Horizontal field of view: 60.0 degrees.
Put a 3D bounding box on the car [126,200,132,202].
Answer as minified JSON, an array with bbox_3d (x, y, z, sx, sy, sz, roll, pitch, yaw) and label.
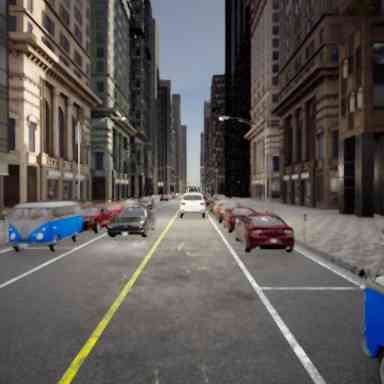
[{"bbox_3d":[-5.761,1.475,24.667,1.887,1.381,4.507,0,0,0],"label":"car"}]

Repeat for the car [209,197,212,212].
[{"bbox_3d":[2.766,1.439,30.446,1.752,1.417,4.829,0,0,0],"label":"car"}]

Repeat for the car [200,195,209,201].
[{"bbox_3d":[2.774,1.344,75.090,2.008,1.369,4.403,0,0,0],"label":"car"}]

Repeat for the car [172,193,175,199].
[{"bbox_3d":[-5.751,1.330,80.689,2.008,1.369,4.403,0,0,0],"label":"car"}]

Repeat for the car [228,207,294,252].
[{"bbox_3d":[2.763,1.506,13.470,1.887,1.381,4.507,0,0,0],"label":"car"}]

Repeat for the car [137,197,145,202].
[{"bbox_3d":[-5.760,1.441,30.100,1.752,1.417,4.829,0,0,0],"label":"car"}]

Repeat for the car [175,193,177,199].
[{"bbox_3d":[-5.750,1.065,91.893,2.192,1.841,5.009,0,0,0],"label":"car"}]

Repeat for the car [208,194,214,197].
[{"bbox_3d":[2.769,1.413,47.081,1.887,1.381,4.507,0,0,0],"label":"car"}]

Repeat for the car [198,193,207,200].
[{"bbox_3d":[2.775,1.079,86.293,2.192,1.841,5.009,0,0,0],"label":"car"}]

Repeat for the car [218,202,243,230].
[{"bbox_3d":[2.764,1.491,19.073,1.887,1.381,4.507,0,0,0],"label":"car"}]

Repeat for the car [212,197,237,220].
[{"bbox_3d":[2.764,1.370,24.674,1.967,1.590,4.097,0,0,0],"label":"car"}]

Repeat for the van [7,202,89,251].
[{"bbox_3d":[-5.763,1.303,13.463,1.690,1.788,3.998,0,0,0],"label":"van"}]

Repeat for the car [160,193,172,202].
[{"bbox_3d":[-5.753,1.353,69.484,1.887,1.381,4.507,0,0,0],"label":"car"}]

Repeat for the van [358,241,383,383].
[{"bbox_3d":[2.760,1.334,2.266,1.690,1.788,3.998,0,0,0],"label":"van"}]

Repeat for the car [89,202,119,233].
[{"bbox_3d":[-5.762,1.491,19.065,1.887,1.381,4.507,0,0,0],"label":"car"}]

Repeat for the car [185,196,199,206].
[{"bbox_3d":[0.013,1.354,53.473,2.163,1.488,4.792,0,0,0],"label":"car"}]

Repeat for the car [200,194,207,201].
[{"bbox_3d":[2.775,1.303,80.861,1.752,1.417,4.829,0,0,0],"label":"car"}]

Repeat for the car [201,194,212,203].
[{"bbox_3d":[2.771,1.263,63.886,1.967,1.590,4.097,0,0,0],"label":"car"}]

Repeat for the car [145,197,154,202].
[{"bbox_3d":[-5.758,1.324,41.474,1.967,1.590,4.097,0,0,0],"label":"car"}]

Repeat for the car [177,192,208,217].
[{"bbox_3d":[0.077,1.140,29.954,2.150,2.045,5.566,0,0,0],"label":"car"}]

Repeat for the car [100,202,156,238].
[{"bbox_3d":[-3.007,1.498,17.655,2.033,1.411,5.357,0,0,0],"label":"car"}]
